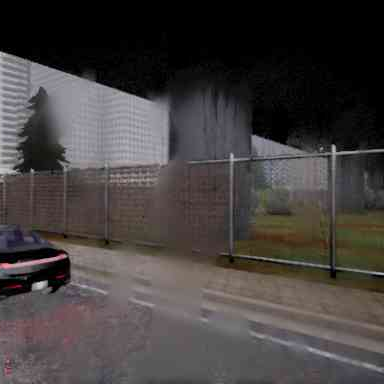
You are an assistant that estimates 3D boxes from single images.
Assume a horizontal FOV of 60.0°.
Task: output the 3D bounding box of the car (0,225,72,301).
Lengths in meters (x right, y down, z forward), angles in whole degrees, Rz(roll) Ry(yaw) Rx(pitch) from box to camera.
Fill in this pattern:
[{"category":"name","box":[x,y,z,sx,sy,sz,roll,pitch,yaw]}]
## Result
[{"category":"car","box":[-4.759,1.503,7.578,4.902,1.511,2.128,0,0,36]}]
